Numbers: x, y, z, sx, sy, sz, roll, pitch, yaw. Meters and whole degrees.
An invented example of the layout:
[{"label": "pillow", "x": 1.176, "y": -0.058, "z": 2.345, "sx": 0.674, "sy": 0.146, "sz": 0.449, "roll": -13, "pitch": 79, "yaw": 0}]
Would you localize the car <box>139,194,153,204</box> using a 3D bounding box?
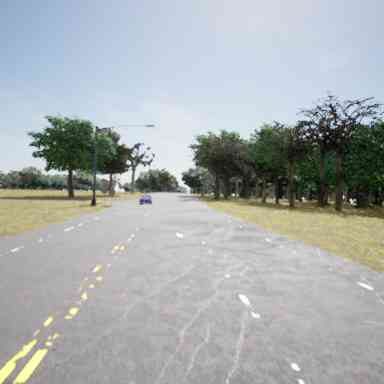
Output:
[{"label": "car", "x": -7.493, "y": 1.149, "z": 54.198, "sx": 1.882, "sy": 1.535, "sz": 5.008, "roll": 2, "pitch": 0, "yaw": -3}]
